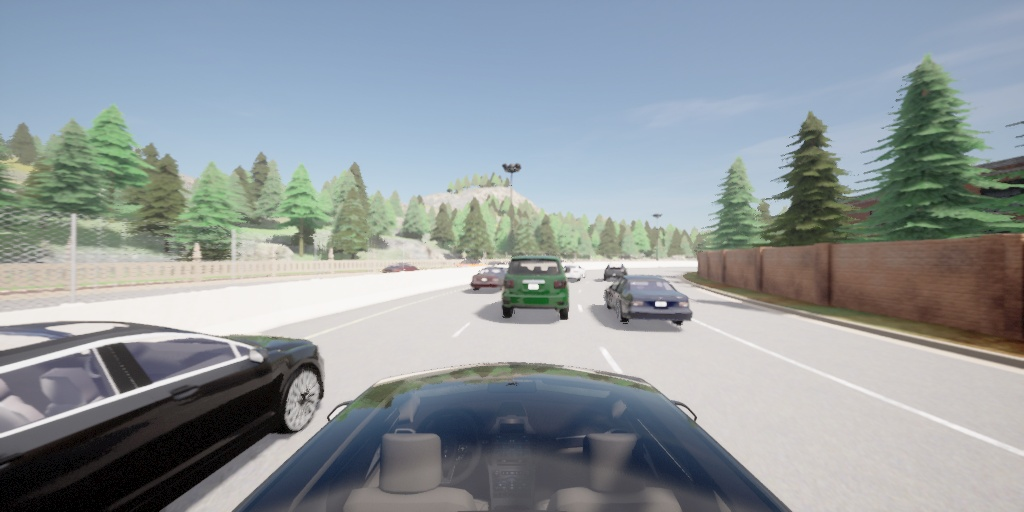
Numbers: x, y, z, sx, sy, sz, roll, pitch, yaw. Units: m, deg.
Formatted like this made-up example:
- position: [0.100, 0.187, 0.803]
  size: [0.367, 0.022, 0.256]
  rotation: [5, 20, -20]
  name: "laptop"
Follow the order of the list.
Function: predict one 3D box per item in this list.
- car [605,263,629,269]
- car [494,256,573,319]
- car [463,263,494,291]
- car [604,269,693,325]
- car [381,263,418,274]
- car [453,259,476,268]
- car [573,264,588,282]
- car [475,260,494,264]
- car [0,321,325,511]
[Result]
- position: [9.324, 1.384, 32.072]
  size: [2.128, 1.511, 4.902]
  rotation: [0, 0, 20]
  name: "car"
- position: [0.971, 1.012, 13.243]
  size: [2.150, 2.045, 5.566]
  rotation: [0, 0, 7]
  name: "car"
- position: [-0.988, 1.356, 22.169]
  size: [2.033, 1.411, 5.357]
  rotation: [0, 0, 13]
  name: "car"
- position: [4.336, 1.353, 12.170]
  size: [2.033, 1.411, 5.357]
  rotation: [0, 0, 7]
  name: "car"
- position: [-11.446, 1.362, 36.757]
  size: [1.994, 1.385, 4.181]
  rotation: [0, 0, 19]
  name: "car"
- position: [-5.237, 1.203, 43.132]
  size: [2.097, 1.767, 4.553]
  rotation: [0, 0, 24]
  name: "car"
- position: [5.238, 1.394, 31.067]
  size: [1.812, 1.442, 4.674]
  rotation: [0, 0, 19]
  name: "car"
- position: [-2.054, 1.388, 41.733]
  size: [1.812, 1.442, 4.674]
  rotation: [0, 0, 24]
  name: "car"
- position: [-3.275, 1.227, 2.595]
  size: [2.128, 1.511, 4.902]
  rotation: [0, 0, 0]
  name: "car"
